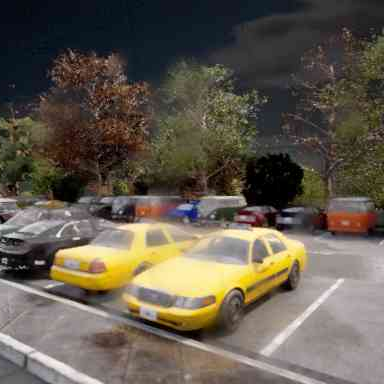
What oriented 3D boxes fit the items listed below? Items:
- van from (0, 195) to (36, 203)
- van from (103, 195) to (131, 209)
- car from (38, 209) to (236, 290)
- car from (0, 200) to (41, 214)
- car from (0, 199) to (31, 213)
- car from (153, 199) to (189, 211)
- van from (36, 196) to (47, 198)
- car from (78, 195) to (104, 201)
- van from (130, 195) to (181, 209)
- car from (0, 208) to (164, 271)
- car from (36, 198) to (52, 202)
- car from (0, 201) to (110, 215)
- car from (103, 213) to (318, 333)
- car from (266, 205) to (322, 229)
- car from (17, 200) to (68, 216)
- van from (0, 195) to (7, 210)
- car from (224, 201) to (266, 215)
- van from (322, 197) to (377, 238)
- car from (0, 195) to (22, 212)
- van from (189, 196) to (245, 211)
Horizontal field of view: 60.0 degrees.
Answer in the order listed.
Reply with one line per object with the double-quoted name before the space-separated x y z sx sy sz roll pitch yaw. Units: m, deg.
"van" -10.068 1.311 15.500 1.878 1.987 4.442 0 0 36
"van" -4.739 1.321 27.496 1.878 1.987 4.442 0 0 36
"car" -1.029 1.497 9.061 1.946 1.575 5.366 0 0 36
"car" -20.395 1.689 38.934 2.002 1.452 4.674 0 0 36
"car" -22.644 1.663 40.553 2.097 1.535 5.008 0 0 36
"car" -0.174 1.518 24.352 2.097 1.535 5.008 0 0 36
"van" -18.182 1.409 37.484 1.878 1.987 4.442 0 0 36
"car" -6.933 1.310 29.188 2.435 2.045 5.566 0 0 36
"van" -2.356 1.307 26.064 1.878 1.987 4.442 0 0 36
"car" -3.385 1.503 10.526 2.231 1.521 4.892 0 0 36
"car" -13.658 1.605 34.069 2.097 1.535 5.008 0 0 36
"car" -5.617 1.385 12.183 2.185 1.767 4.553 0 0 36
"car" 0.906 1.500 7.208 1.946 1.575 5.366 0 0 36
"car" 6.471 1.525 19.586 2.163 1.488 4.792 0 0 36
"car" -16.001 1.660 35.770 2.002 1.452 4.674 0 0 36
"van" -27.168 1.467 43.968 1.878 1.987 4.442 0 0 36
"car" 4.331 1.527 21.131 2.163 1.488 4.792 0 0 36
"van" 8.770 1.274 18.036 1.878 1.987 4.442 0 0 36
"car" -25.006 1.427 42.229 2.435 2.045 5.566 0 0 36
"van" 2.018 1.281 22.630 1.878 1.987 4.442 0 0 35
